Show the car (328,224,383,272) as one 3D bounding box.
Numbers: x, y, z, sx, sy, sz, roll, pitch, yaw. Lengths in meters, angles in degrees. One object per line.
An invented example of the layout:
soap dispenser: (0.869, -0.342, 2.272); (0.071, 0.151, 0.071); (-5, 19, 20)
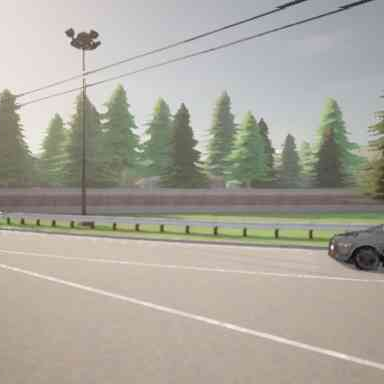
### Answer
car: (6.361, 1.564, 9.989); (4.181, 1.385, 1.994); (0, 0, 14)
